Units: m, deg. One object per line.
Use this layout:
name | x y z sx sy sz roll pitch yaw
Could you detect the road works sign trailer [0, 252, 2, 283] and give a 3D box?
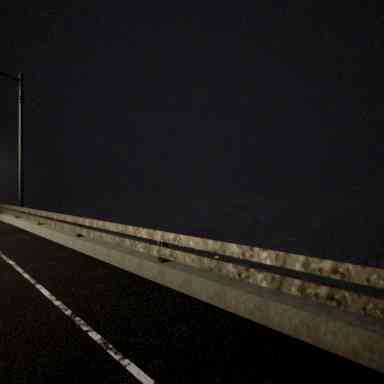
road works sign trailer | -6.449 0.460 8.638 2.380 3.560 2.880 0 0 -38
